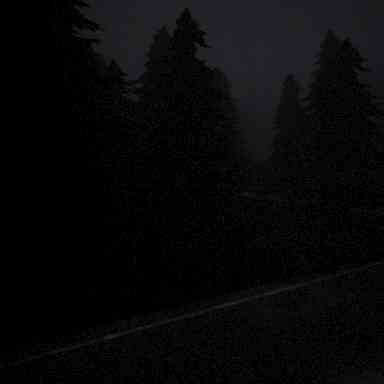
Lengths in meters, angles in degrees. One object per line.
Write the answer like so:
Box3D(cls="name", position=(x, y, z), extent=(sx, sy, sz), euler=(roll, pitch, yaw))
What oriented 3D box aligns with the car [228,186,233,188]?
Box3D(cls="car", position=(5.053, -0.634, 49.137), extent=(1.812, 1.442, 4.674), euler=(-1, 5, -38))
